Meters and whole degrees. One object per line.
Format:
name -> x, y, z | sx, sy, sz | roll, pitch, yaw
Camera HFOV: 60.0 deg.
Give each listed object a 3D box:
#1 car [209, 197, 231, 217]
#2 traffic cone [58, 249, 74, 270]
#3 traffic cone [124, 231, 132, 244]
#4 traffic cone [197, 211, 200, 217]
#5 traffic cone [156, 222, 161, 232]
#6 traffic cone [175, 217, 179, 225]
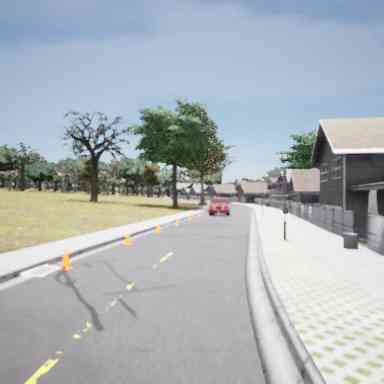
car -> 3.179, 1.619, 37.289 | 2.150, 2.045, 5.566 | 0, -1, 9
traffic cone -> -3.738, 1.974, 9.865 | 0.340, 0.580, 0.340 | 0, 0, 8
traffic cone -> -2.875, 2.028, 14.870 | 0.340, 0.580, 0.340 | 0, -1, 10
traffic cone -> 0.666, 2.302, 34.553 | 0.340, 0.580, 0.340 | 0, -1, 10
traffic cone -> -1.990, 2.091, 19.792 | 0.340, 0.580, 0.340 | 0, -1, 10
traffic cone -> -1.104, 2.161, 24.712 | 0.340, 0.580, 0.340 | 0, -1, 10
